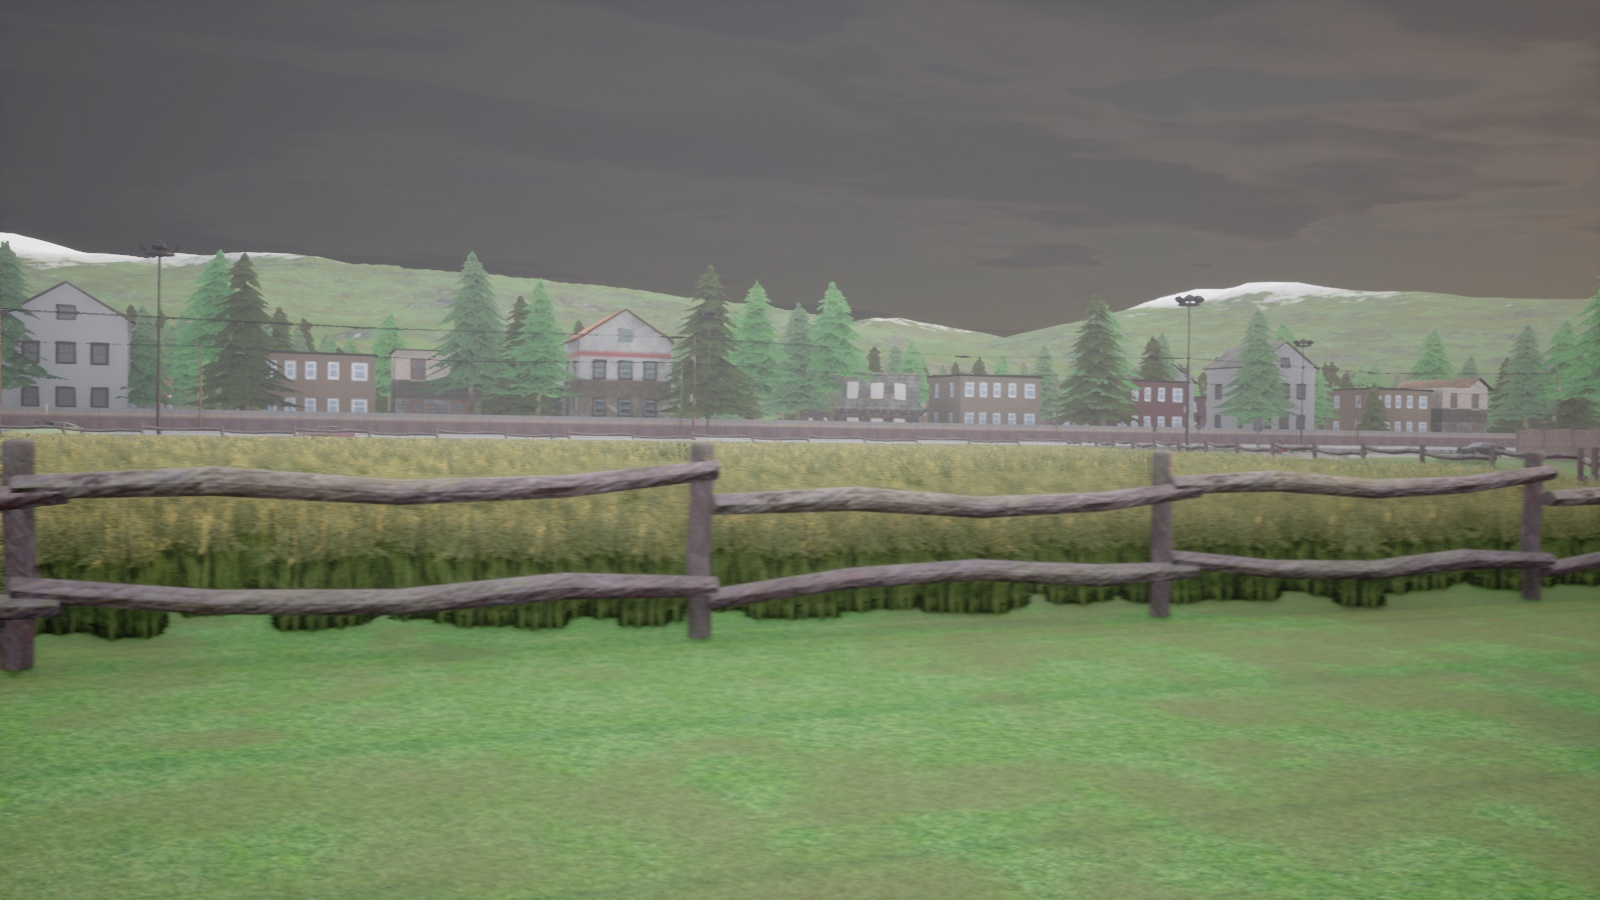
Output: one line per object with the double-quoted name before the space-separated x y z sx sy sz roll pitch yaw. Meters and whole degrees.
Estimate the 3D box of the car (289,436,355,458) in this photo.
"car" -32.907 -0.237 86.479 4.193 1.474 1.816 -1 1 -21

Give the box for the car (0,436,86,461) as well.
"car" -48.604 -0.105 80.599 4.514 1.525 2.007 -1 1 -21
